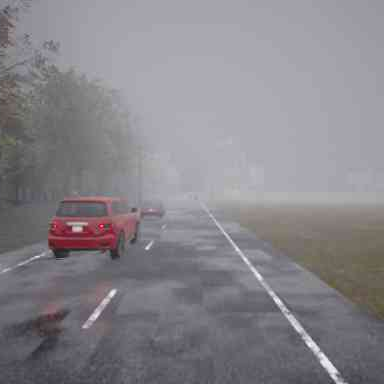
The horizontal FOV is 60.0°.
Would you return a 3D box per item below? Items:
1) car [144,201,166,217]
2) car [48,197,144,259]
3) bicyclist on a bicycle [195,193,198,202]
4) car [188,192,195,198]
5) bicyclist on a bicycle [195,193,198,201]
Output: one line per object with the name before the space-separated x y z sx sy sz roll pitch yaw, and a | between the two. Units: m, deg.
car | -3.411 1.468 29.698 1.994 1.385 4.181 0 0 0
car | -3.404 1.181 12.554 2.150 2.045 5.566 0 0 0
bicyclist on a bicycle | 0.930 1.224 66.700 0.866 1.612 1.509 0 0 0
car | -0.035 1.124 93.801 1.994 1.385 4.181 0 0 0
bicyclist on a bicycle | 0.933 1.130 75.654 0.659 1.776 1.843 0 0 0
